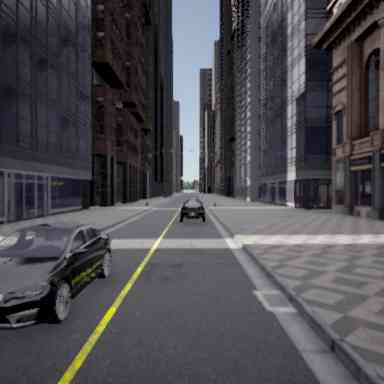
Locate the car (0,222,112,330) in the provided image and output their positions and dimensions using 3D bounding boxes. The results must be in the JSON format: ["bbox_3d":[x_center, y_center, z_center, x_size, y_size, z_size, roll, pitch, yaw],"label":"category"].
[{"bbox_3d":[-3.083,1.466,7.181,2.128,1.511,4.902,0,0,0],"label":"car"}]

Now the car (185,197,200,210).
[{"bbox_3d":[0.102,1.380,42.963,1.837,1.490,4.892,0,0,0],"label":"car"}]

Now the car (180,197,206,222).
[{"bbox_3d":[0.076,1.397,25.917,1.882,1.535,5.008,0,0,0],"label":"car"}]
